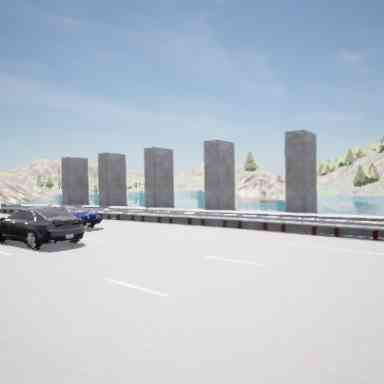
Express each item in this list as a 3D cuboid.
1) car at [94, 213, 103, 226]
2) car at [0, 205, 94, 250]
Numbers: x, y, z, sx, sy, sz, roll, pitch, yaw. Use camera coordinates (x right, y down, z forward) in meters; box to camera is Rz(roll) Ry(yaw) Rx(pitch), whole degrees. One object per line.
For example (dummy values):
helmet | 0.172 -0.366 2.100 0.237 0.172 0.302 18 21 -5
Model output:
car | -7.247 1.402 18.756 4.718 1.301 1.895 0 1 37
car | -6.449 1.378 13.770 4.892 1.490 1.837 0 2 37
